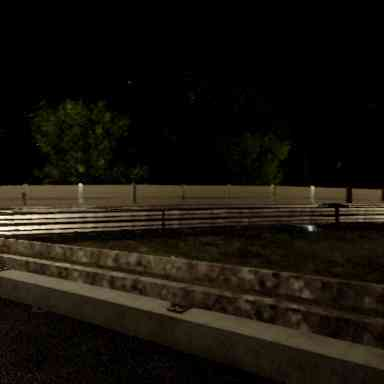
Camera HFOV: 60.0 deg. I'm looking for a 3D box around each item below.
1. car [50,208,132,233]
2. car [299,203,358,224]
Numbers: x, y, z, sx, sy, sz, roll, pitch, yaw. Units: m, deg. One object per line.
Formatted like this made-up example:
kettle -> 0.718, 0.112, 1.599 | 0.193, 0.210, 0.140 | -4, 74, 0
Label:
car -> -6.190, 1.682, 20.517 | 4.718, 1.301, 1.895 | -1, 0, -17
car -> 10.552, 1.606, 25.760 | 4.674, 1.442, 1.812 | 0, 0, -17
